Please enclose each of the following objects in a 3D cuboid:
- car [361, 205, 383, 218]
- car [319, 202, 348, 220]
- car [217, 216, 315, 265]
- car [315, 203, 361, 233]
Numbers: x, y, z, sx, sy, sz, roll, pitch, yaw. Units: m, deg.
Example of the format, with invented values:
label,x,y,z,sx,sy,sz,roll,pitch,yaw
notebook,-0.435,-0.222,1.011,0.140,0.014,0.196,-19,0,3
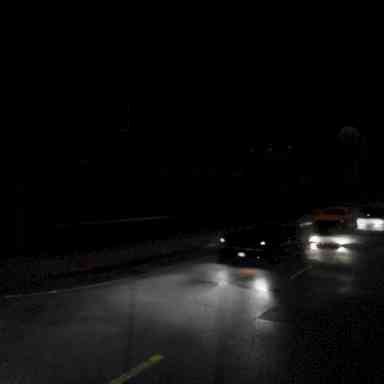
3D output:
label,x,y,z,sx,sy,sz,roll,pitch,yaw
car,18.401,1.957,34.094,1.895,1.301,4.718,-1,-1,36
car,14.060,1.819,33.013,1.816,1.474,4.193,6,2,33
car,2.832,1.696,12.372,1.895,1.301,4.718,-1,-1,36
car,9.172,1.679,21.238,1.882,1.535,5.008,-1,-1,36
